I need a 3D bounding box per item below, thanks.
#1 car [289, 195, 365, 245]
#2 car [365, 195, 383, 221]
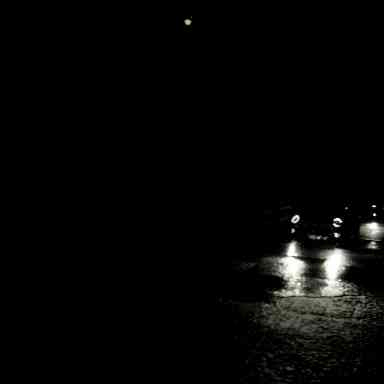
[{"bbox_3d":[5.874,1.102,14.438,2.097,1.767,4.553,2,2,35],"label":"car"},{"bbox_3d":[12.358,1.004,23.765,2.097,1.767,4.553,2,1,35],"label":"car"}]
